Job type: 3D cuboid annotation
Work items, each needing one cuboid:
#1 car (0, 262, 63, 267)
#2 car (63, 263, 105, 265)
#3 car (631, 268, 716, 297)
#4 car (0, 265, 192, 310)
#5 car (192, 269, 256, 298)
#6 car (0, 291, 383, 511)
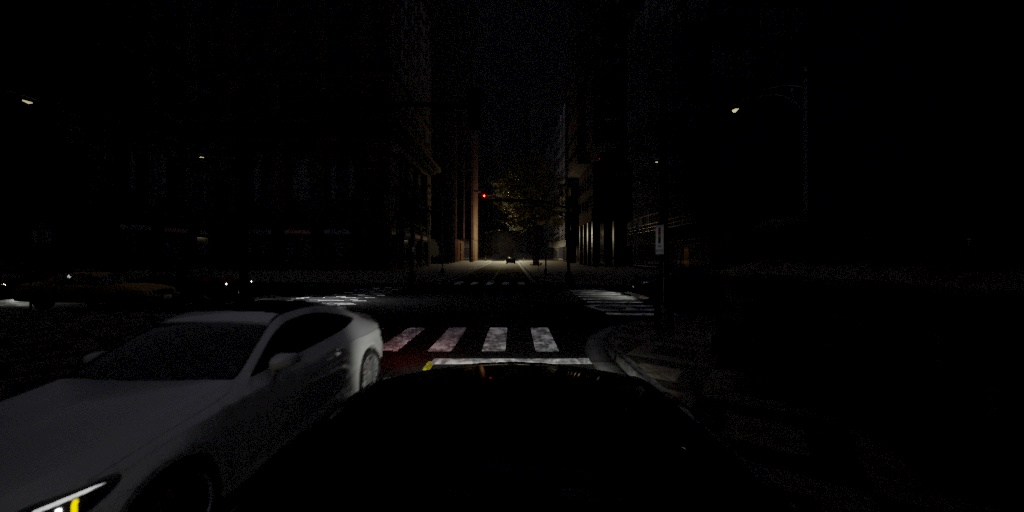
[{"bbox_3d":[-23.858,1.076,15.773,5.357,1.411,2.033,1,0,0],"label":"car"},{"bbox_3d":[-26.375,1.065,21.643,4.313,1.339,1.948,0,0,0],"label":"car"},{"bbox_3d":[8.635,1.335,18.769,4.674,1.442,1.812,0,0,-3],"label":"car"},{"bbox_3d":[-14.975,1.146,13.089,4.829,1.417,1.751,0,0,0],"label":"car"},{"bbox_3d":[-14.115,1.231,15.748,4.718,1.301,1.895,1,0,0],"label":"car"},{"bbox_3d":[-2.938,1.276,3.830,1.812,1.442,4.674,0,0,2],"label":"car"}]
